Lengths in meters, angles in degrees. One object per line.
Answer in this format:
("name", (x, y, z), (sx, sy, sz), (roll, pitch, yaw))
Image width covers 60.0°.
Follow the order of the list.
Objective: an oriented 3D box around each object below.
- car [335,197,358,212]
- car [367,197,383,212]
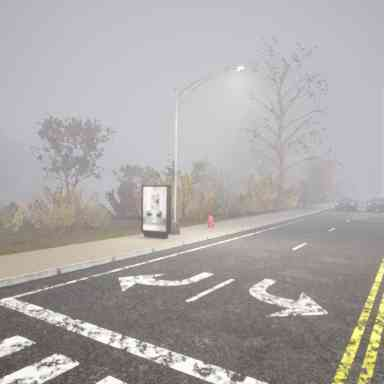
("car", (18.550, 1.390, 39.865), (2.097, 1.767, 4.553), (0, 0, 30))
("car", (21.360, 1.393, 38.233), (2.097, 1.767, 4.553), (0, 0, 30))
